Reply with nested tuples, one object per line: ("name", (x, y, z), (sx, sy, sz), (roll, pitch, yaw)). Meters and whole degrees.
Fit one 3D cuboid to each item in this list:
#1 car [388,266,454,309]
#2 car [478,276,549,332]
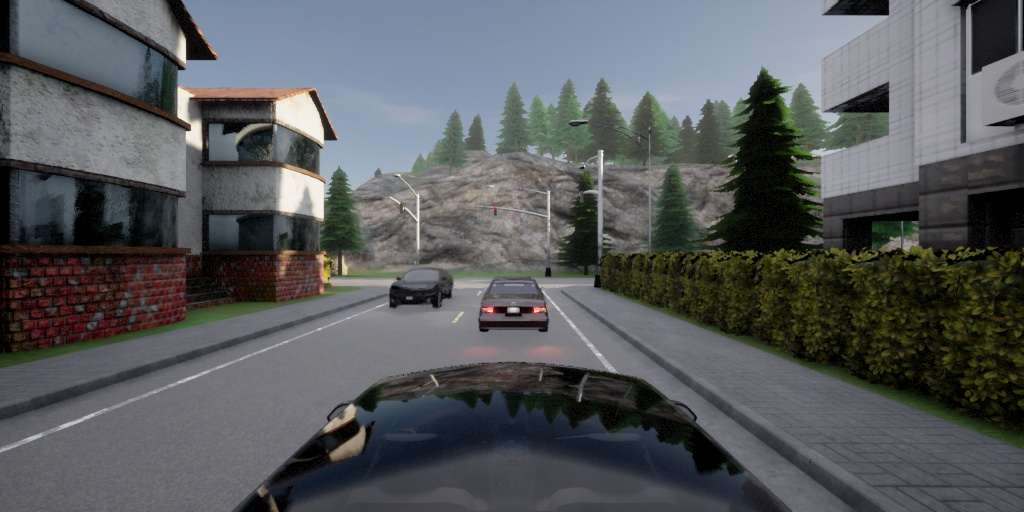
("car", (-3.692, 1.227, 15.284), (1.882, 1.535, 5.008), (0, 0, -1))
("car", (0.055, 1.297, 10.810), (2.033, 1.411, 5.357), (0, 0, 1))
